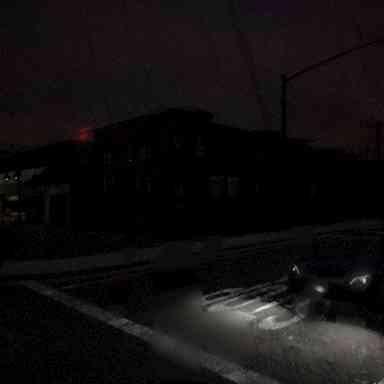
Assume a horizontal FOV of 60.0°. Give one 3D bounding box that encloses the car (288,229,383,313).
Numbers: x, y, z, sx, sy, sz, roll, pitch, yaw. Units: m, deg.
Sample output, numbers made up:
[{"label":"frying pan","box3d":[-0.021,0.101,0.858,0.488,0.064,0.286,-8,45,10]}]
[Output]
[{"label":"car","box3d":[4.195,1.674,8.211,4.674,1.442,1.812,1,-2,-44]}]
